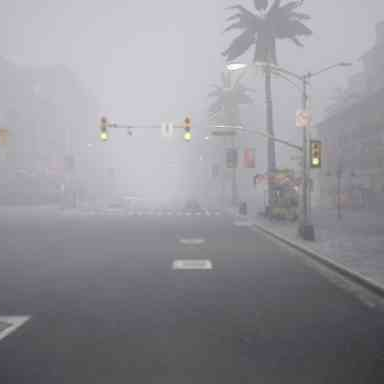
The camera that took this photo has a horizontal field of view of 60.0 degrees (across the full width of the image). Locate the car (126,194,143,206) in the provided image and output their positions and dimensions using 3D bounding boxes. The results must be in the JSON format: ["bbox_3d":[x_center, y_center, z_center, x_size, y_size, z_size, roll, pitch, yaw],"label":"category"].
[{"bbox_3d":[-10.513,1.304,58.095,2.150,2.045,5.566,0,0,0],"label":"car"}]

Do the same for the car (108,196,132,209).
[{"bbox_3d":[-10.541,1.616,47.847,2.033,1.411,5.357,0,0,1],"label":"car"}]

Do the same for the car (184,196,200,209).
[{"bbox_3d":[0.080,1.630,46.239,1.994,1.385,4.181,0,0,0],"label":"car"}]

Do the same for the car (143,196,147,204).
[{"bbox_3d":[-10.502,1.575,68.547,1.882,1.535,5.008,0,0,0],"label":"car"}]

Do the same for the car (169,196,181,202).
[{"bbox_3d":[-3.634,1.661,76.292,1.994,1.385,4.181,0,0,-4],"label":"car"}]
